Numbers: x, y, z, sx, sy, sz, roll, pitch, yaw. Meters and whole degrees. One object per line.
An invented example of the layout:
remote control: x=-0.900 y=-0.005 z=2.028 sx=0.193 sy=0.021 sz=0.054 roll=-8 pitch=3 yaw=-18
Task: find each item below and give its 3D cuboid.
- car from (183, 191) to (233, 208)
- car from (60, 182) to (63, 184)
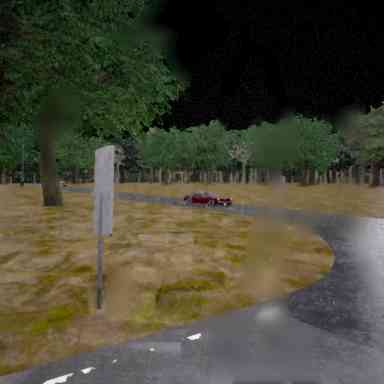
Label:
car: x=1.335 y=0.588 z=28.703 sx=1.895 sy=1.301 sz=4.718 roll=2 pitch=1 yaw=-38
car: x=-24.528 y=-1.606 z=62.396 sx=1.994 sy=1.385 sz=4.181 roll=2 pitch=2 yaw=-35
